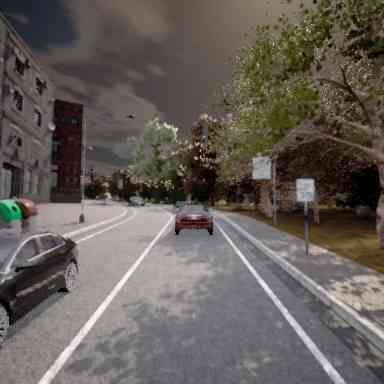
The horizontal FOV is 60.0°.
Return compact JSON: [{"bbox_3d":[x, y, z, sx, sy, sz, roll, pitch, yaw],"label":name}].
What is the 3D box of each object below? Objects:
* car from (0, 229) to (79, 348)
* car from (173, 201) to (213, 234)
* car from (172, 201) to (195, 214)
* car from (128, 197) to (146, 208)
[{"bbox_3d":[-3.600,1.503,6.064,2.128,1.511,4.902,0,0,0],"label":"car"},{"bbox_3d":[0.110,1.390,19.690,2.097,1.767,4.553,0,0,0],"label":"car"},{"bbox_3d":[-1.065,1.696,37.441,1.895,1.301,4.718,1,0,-9],"label":"car"},{"bbox_3d":[-8.116,1.452,48.646,2.128,1.511,4.902,2,-1,-22],"label":"car"}]
